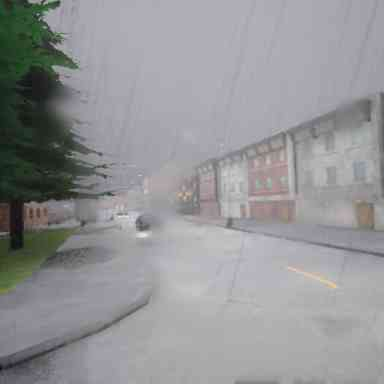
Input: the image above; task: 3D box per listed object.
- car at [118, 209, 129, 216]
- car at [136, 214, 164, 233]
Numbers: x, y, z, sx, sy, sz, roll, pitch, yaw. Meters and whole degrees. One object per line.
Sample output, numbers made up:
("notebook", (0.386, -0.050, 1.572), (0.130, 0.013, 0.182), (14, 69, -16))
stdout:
("car", (-13.906, 4.155, 67.000), (1.994, 1.385, 4.181), (-1, -2, -14))
("car", (-3.686, 2.554, 28.158), (2.033, 1.411, 5.357), (-2, -2, -14))
